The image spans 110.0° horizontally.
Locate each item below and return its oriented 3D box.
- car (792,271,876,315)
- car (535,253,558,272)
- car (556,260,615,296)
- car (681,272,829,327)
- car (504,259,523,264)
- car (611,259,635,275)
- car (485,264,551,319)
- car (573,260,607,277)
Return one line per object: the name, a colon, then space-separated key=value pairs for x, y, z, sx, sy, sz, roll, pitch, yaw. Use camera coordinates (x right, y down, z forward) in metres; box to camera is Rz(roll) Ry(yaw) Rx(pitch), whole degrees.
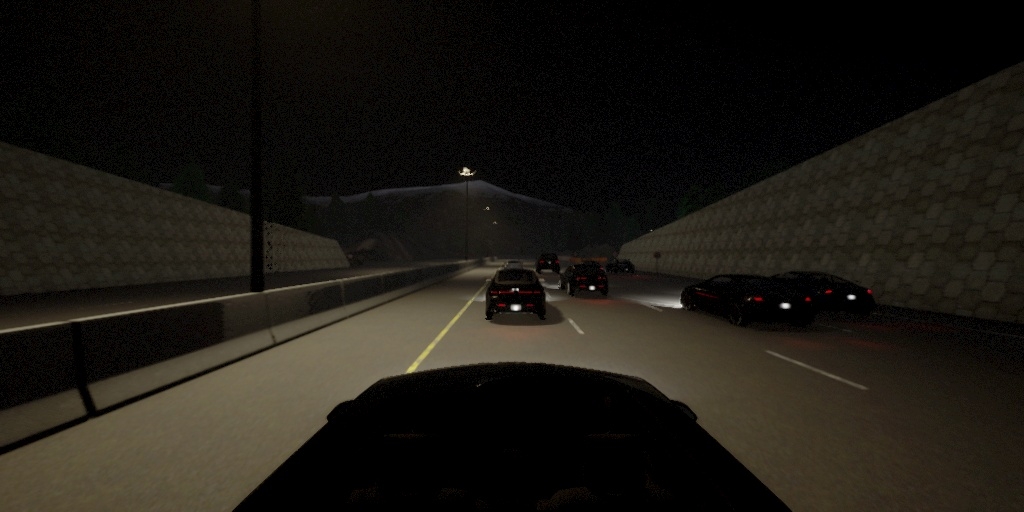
car: x=10.612 y=1.242 z=13.209 sx=1.994 sy=1.385 sz=4.181 roll=0 pitch=0 yaw=0
car: x=3.642 y=0.738 z=37.468 sx=2.150 sy=2.045 sz=5.566 roll=0 pitch=0 yaw=0
car: x=3.619 y=1.147 z=18.599 sx=1.837 sy=1.490 sz=4.892 roll=0 pitch=1 yaw=0
car: x=7.111 y=1.253 z=11.325 sx=1.994 sy=1.385 sz=4.181 roll=0 pitch=0 yaw=0
car: x=0.140 y=1.053 z=35.611 sx=1.812 sy=1.442 sz=4.674 roll=0 pitch=0 yaw=0
car: x=10.638 y=1.022 z=35.677 sx=2.128 sy=1.511 sz=4.902 roll=0 pitch=0 yaw=0
car: x=0.112 y=1.184 z=12.503 sx=1.837 sy=1.490 sz=4.892 roll=0 pitch=0 yaw=0
car: x=7.137 y=1.091 z=33.453 sx=2.033 sy=1.411 sz=5.357 roll=0 pitch=0 yaw=0
